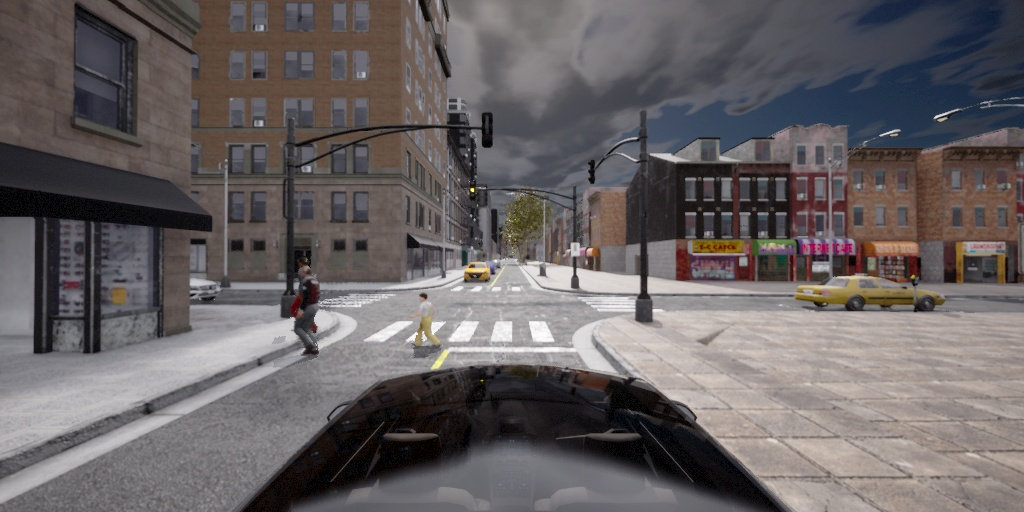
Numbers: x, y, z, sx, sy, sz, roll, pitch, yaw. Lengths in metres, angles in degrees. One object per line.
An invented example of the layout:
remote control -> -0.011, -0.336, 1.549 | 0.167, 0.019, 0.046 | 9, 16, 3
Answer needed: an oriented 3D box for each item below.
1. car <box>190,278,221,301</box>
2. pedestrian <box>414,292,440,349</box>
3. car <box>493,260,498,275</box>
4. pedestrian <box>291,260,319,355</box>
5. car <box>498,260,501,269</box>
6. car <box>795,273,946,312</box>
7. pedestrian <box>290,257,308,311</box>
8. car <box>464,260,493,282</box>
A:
car -> -14.814, 1.221, 14.821 | 4.674, 1.442, 1.812 | 0, 0, -2
pedestrian -> -1.845, 1.337, 7.815 | 0.375, 1.300, 0.375 | 0, 0, 0
car -> -2.870, 1.290, 40.642 | 1.882, 1.535, 5.008 | 0, 0, 0
pedestrian -> -4.089, 1.056, 7.217 | 0.375, 1.860, 0.375 | 0, 0, 0
car -> -2.838, 1.338, 58.332 | 2.128, 1.511, 4.902 | 0, 0, 0
car -> 13.878, 1.372, 13.991 | 4.829, 1.417, 1.751 | 0, 0, 0
pedestrian -> -4.891, 0.906, 8.426 | 0.375, 1.860, 0.375 | 0, 0, 0
car -> -2.857, 1.274, 30.077 | 1.882, 1.535, 5.008 | 0, 0, 0
